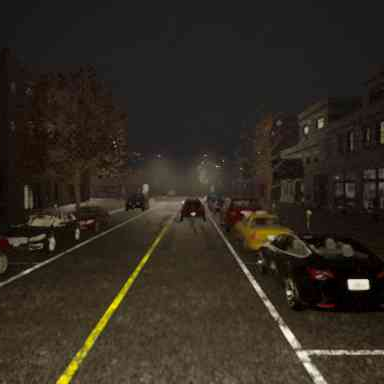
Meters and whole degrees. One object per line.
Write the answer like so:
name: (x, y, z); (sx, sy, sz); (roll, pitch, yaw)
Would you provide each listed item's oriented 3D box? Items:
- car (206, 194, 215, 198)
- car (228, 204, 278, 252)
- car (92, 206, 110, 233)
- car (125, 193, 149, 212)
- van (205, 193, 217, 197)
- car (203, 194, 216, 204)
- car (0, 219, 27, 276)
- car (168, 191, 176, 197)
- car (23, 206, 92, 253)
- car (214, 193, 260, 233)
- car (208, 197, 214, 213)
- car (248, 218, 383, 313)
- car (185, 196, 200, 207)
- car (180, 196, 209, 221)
car: (2.659, 1.247, 35.345); (1.752, 1.417, 4.829); (-1, 0, 0)
car: (2.677, 1.421, 13.151); (1.752, 1.417, 4.829); (-1, 0, 0)
car: (-5.708, 1.437, 18.522); (1.802, 1.307, 4.206); (-1, 0, 0)
car: (-5.723, 1.039, 35.164); (2.192, 1.841, 5.009); (-1, 0, 0)
van: (2.653, 1.021, 40.722); (1.690, 1.788, 3.998); (-1, 0, 0)
car: (2.646, 1.116, 51.989); (1.752, 1.417, 4.829); (-1, 0, 0)
car: (-5.699, 1.524, 7.425); (1.802, 1.307, 4.206); (-1, 0, 0)
car: (-5.771, 0.562, 95.403); (2.192, 1.841, 5.009); (-1, 0, 0)
car: (-5.704, 1.449, 12.973); (2.008, 1.369, 4.403); (-1, 0, 0)
car: (2.670, 1.169, 18.529); (2.192, 1.841, 5.009); (-1, 0, 0)
car: (2.664, 1.349, 29.627); (1.802, 1.307, 4.206); (-1, 0, 0)
car: (2.681, 1.507, 7.434); (1.947, 1.339, 4.313); (-1, 0, 0)
car: (0.065, 1.245, 45.195); (1.895, 1.301, 4.718); (0, 0, 0)
car: (0.082, 1.326, 25.301); (1.812, 1.442, 4.674); (0, 1, 0)
